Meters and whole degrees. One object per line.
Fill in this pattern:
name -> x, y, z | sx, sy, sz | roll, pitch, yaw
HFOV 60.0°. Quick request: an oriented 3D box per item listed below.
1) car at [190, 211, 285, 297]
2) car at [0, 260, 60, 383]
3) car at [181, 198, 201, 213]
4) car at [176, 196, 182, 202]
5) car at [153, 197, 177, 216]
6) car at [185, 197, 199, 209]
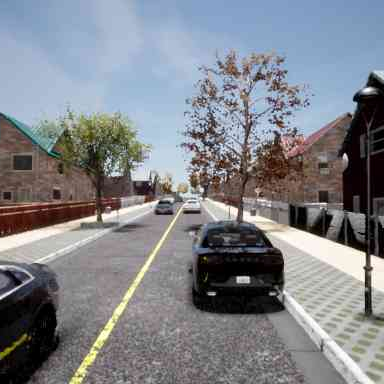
car -> 0.951, 1.487, 8.676 | 1.882, 1.535, 5.008 | 0, 0, 0
car -> -2.853, 1.495, 2.996 | 2.128, 1.511, 4.902 | 0, 0, 0
car -> 0.017, 1.573, 36.956 | 1.812, 1.442, 4.674 | 0, 0, 0
car -> -2.862, 1.621, 71.505 | 1.837, 1.490, 4.892 | 0, 0, 0
car -> -2.802, 1.569, 33.902 | 1.812, 1.442, 4.674 | 0, 0, 0
car -> -0.020, 1.541, 47.196 | 1.882, 1.535, 5.008 | 0, 0, 0
